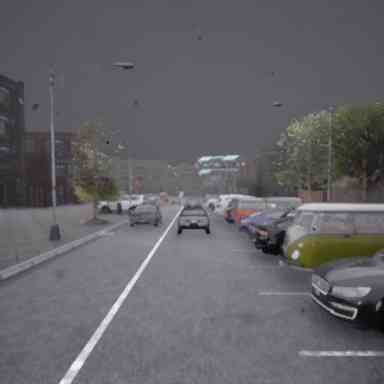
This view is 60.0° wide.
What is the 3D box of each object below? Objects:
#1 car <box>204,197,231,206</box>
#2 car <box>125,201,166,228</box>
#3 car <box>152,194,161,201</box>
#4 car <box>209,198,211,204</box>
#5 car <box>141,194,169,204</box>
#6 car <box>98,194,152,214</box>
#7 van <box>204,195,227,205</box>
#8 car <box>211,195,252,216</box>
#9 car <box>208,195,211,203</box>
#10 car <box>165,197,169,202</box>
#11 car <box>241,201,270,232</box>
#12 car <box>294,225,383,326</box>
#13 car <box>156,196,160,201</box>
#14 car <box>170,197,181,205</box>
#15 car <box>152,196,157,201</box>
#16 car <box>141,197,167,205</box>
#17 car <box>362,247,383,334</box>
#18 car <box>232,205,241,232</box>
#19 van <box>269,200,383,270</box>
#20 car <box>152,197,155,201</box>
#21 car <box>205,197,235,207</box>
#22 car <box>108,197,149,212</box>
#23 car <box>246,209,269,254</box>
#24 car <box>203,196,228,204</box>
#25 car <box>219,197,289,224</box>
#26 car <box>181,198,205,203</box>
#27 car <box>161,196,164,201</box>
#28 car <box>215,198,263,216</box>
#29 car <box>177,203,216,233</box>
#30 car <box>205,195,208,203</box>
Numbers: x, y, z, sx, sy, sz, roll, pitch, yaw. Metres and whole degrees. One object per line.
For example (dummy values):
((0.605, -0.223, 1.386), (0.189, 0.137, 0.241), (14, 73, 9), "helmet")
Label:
((4.652, 1.716, 61.779), (4.892, 1.521, 2.231), (0, 0, 0), "car")
((-3.101, 1.593, 23.143), (1.837, 1.490, 4.892), (0, 0, 0), "car")
((-7.715, 1.554, 52.380), (4.553, 1.767, 2.185), (0, 0, 0), "car")
((4.617, 1.649, 36.641), (4.792, 1.488, 2.163), (0, 0, 0), "car")
((-7.657, 1.420, 69.909), (5.566, 2.045, 2.435), (0, 1, 0), "car")
((-7.711, 1.372, 37.690), (5.566, 2.045, 2.435), (0, 0, 0), "car")
((4.529, 1.494, 64.574), (4.442, 1.987, 1.878), (0, 0, 0), "van")
((4.675, 1.337, 28.261), (5.566, 2.045, 2.435), (0, 0, 0), "car")
((4.678, 1.516, 42.352), (4.553, 1.767, 2.185), (0, 0, 0), "car")
((-7.499, 1.710, 61.195), (5.366, 1.575, 1.946), (0, 0, 0), "car")
((4.679, 1.409, 14.292), (4.553, 1.767, 2.185), (0, 0, 0), "car")
((4.655, 1.504, 5.910), (4.892, 1.521, 2.231), (0, 0, 0), "car")
((-7.713, 1.698, 49.441), (4.792, 1.488, 2.163), (0, 0, 0), "car")
((-3.029, 1.741, 64.151), (1.837, 1.490, 4.892), (0, 0, 1), "car")
((-7.680, 1.697, 46.502), (4.674, 1.452, 2.002), (0, 0, 0), "car")
((-7.690, 1.707, 66.967), (5.008, 1.535, 2.097), (0, 0, 0), "car")
((4.643, 1.494, 3.116), (4.892, 1.521, 2.231), (0, 0, 0), "car")
((4.646, 1.586, 17.084), (4.674, 1.452, 2.002), (0, 0, 0), "car")
((4.532, 1.288, 8.704), (4.442, 1.987, 1.878), (0, 0, 0), "van")
((-7.680, 1.685, 43.440), (4.674, 1.452, 2.002), (0, 0, 0), "car")
((4.640, 1.695, 56.319), (4.892, 1.521, 2.231), (0, 0, 0), "car")
((-7.652, 1.509, 40.502), (4.553, 1.767, 2.185), (0, 0, 0), "car")
((4.644, 1.525, 11.622), (5.008, 1.535, 2.097), (0, 0, 0), "car")
((4.639, 1.704, 67.382), (4.892, 1.521, 2.231), (0, 1, 0), "car")
((4.617, 1.452, 25.465), (4.553, 1.767, 2.185), (0, 0, 0), "car")
((0.097, 1.499, 38.597), (2.097, 1.767, 4.553), (0, 0, 0), "car")
((-7.690, 1.691, 55.192), (4.892, 1.521, 2.231), (0, 0, 0), "car")
((4.679, 1.483, 33.846), (4.553, 1.767, 2.185), (0, 0, 0), "car")
((0.104, 1.625, 20.211), (2.033, 1.411, 5.357), (0, 0, 0), "car")
((4.618, 1.411, 47.815), (5.566, 2.045, 2.435), (0, 0, 0), "car")
